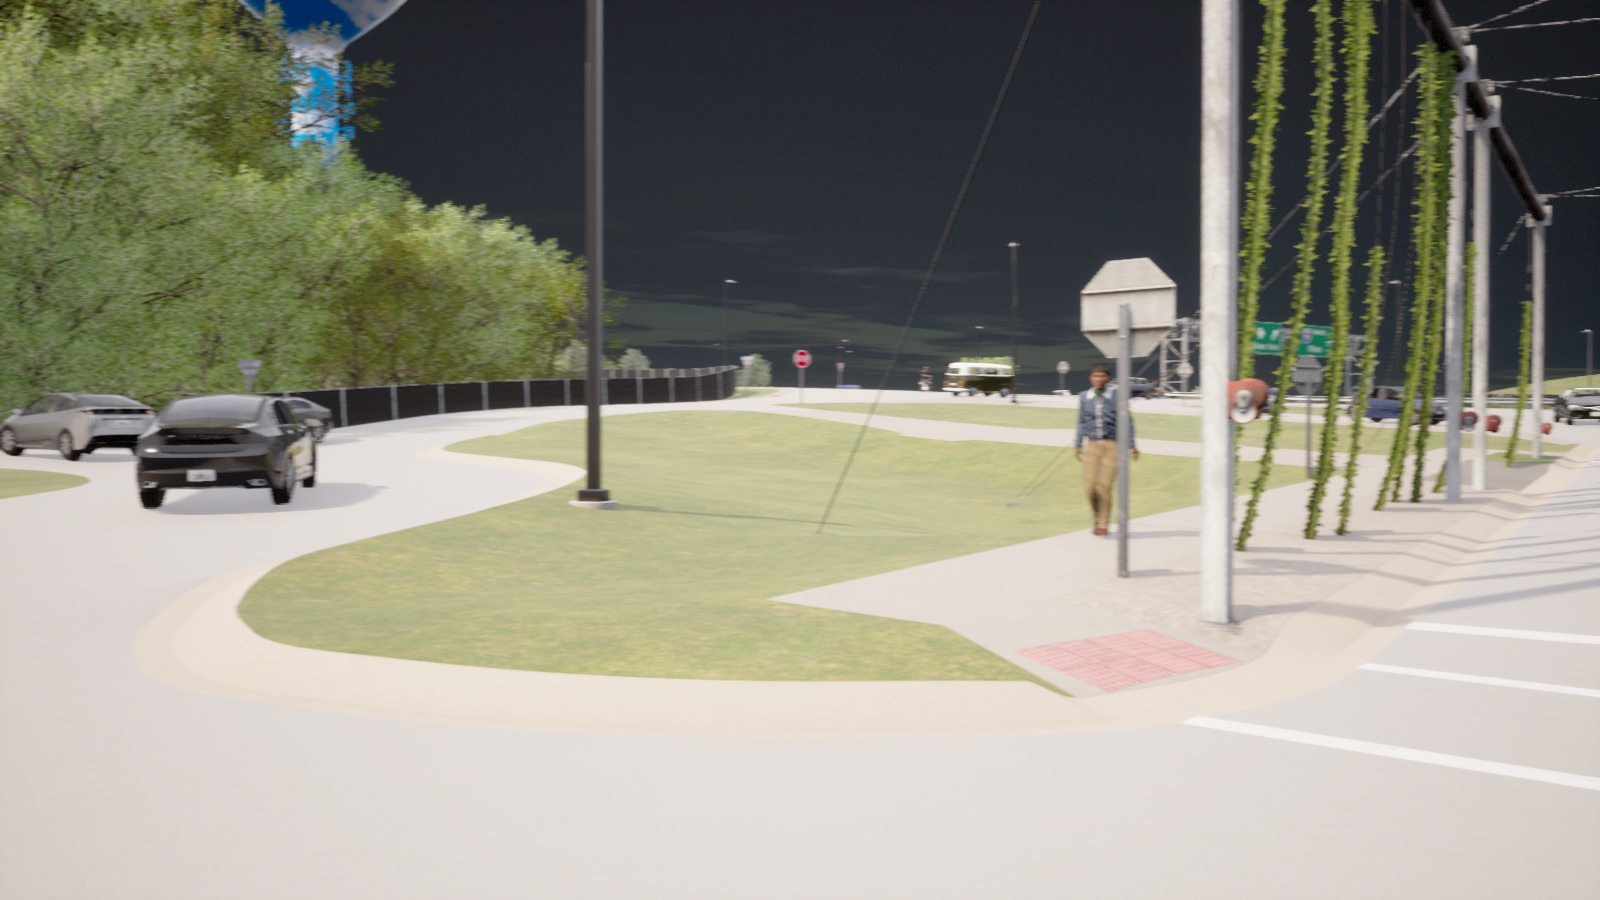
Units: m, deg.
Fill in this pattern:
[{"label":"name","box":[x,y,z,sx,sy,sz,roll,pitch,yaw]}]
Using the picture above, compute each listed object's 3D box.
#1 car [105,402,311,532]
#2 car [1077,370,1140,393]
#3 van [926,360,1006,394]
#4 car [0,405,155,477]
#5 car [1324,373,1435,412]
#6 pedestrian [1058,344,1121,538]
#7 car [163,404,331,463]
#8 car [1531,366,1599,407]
[{"label":"car","box":[-8.315,0.114,18.102,1.837,1.490,4.892,-2,3,-15]},{"label":"car","box":[20.726,-4.614,84.301,3.806,1.475,1.970,-2,5,-33]},{"label":"van","box":[10.047,-4.424,75.747,4.480,2.038,2.069,-2,5,-32]},{"label":"car","box":[-17.118,-0.253,29.064,4.514,1.525,2.007,1,3,35]},{"label":"car","box":[25.324,-2.538,54.973,1.851,1.617,3.988,-2,4,-32]},{"label":"pedestrian","box":[3.013,-0.092,13.029,0.423,1.949,0.788,-1,1,28]},{"label":"car","box":[-16.618,-0.552,38.078,2.128,1.511,4.902,-1,4,12]},{"label":"car","box":[34.959,-2.918,57.230,2.152,1.651,5.027,-1,4,22]}]
